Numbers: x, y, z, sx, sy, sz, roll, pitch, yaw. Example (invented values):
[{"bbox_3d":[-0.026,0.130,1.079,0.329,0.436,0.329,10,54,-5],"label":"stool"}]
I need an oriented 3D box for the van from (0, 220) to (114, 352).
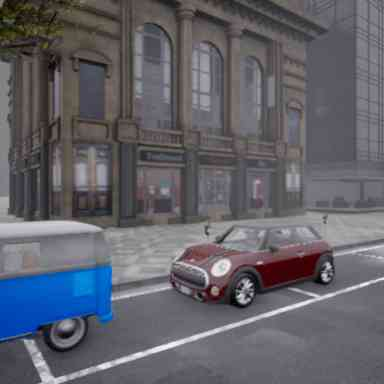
[{"bbox_3d":[-3.098,1.341,4.556,3.998,1.788,1.690,0,0,-36],"label":"van"}]

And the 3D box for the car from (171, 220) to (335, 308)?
[{"bbox_3d":[1.493,1.440,7.831,4.097,1.590,1.967,0,0,-35],"label":"car"}]
